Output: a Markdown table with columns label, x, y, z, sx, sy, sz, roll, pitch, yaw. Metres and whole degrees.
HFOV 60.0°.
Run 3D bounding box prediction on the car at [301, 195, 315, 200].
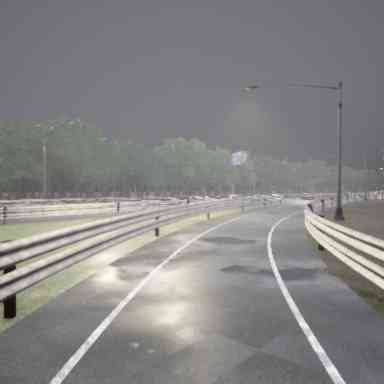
| label | x | y | z | sx | sy | sz | roll | pitch | yaw |
| --- | --- | --- | --- | --- | --- | --- | --- | --- | --- |
| car | 28.420 | 1.294 | 81.233 | 1.895 | 1.301 | 4.718 | 0 | 0 | 41 |

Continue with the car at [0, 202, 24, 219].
| label | x | y | z | sx | sy | sz | roll | pitch | yaw |
| --- | --- | --- | --- | --- | --- | --- | --- | --- | --- |
| car | -17.367 | 1.565 | 29.318 | 2.097 | 1.767 | 4.553 | 0 | 1 | 41 |

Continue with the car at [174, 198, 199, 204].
| label | x | y | z | sx | sy | sz | roll | pitch | yaw |
| --- | --- | --- | --- | --- | --- | --- | --- | --- | --- |
| car | -0.740 | 1.529 | 48.170 | 2.033 | 1.411 | 5.357 | 0 | 1 | 41 |

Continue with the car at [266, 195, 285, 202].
| label | x | y | z | sx | sy | sz | roll | pitch | yaw |
| --- | --- | --- | --- | --- | --- | --- | --- | --- | --- |
| car | 17.181 | 1.338 | 68.489 | 2.033 | 1.411 | 5.357 | 0 | 1 | 41 |
